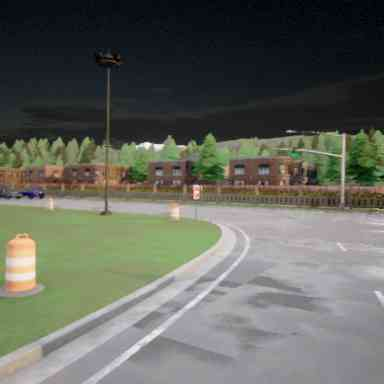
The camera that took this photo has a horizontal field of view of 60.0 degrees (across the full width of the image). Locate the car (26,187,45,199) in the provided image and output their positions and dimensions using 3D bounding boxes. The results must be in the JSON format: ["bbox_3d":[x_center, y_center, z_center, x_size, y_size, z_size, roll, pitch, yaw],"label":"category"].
[{"bbox_3d":[-27.478,0.180,56.934,5.566,2.045,2.150,1,1,32],"label":"car"}]

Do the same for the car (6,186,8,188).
[{"bbox_3d":[-36.576,-0.182,62.447,5.566,2.045,2.150,1,1,31],"label":"car"}]

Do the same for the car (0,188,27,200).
[{"bbox_3d":[-29.842,0.499,54.285,5.357,1.411,2.033,1,1,32],"label":"car"}]
